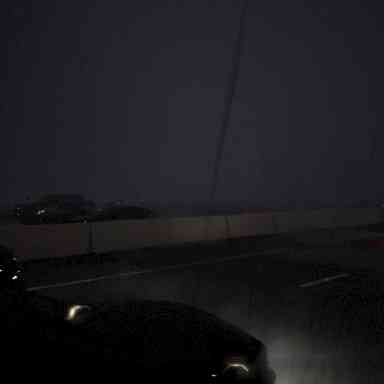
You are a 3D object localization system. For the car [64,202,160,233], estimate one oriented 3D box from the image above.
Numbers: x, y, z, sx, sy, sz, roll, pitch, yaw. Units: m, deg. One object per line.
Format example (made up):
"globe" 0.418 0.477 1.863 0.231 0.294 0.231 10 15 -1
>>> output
"car" -4.112 1.488 18.258 4.892 1.490 1.837 0 0 -36

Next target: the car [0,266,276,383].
"car" -1.781 1.547 2.474 5.357 1.411 2.033 0 0 -36

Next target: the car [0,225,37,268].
"car" -5.259 1.229 4.300 5.566 2.045 2.150 0 0 -36

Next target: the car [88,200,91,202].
"car" -8.813 1.337 23.502 4.553 1.767 2.097 0 0 -36

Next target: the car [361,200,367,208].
"car" 27.759 1.982 53.777 5.357 1.411 2.033 1 -1 -35

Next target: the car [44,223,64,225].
"car" -7.734 1.587 19.974 4.718 1.301 1.895 0 0 -36
